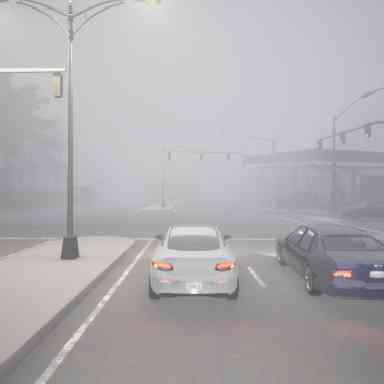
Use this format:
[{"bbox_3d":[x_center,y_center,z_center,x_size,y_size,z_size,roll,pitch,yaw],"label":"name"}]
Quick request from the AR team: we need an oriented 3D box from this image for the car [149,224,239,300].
[{"bbox_3d":[0.032,1.516,8.260,1.812,1.442,4.674,0,0,0],"label":"car"}]

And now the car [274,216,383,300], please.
[{"bbox_3d":[3.511,1.545,8.567,2.033,1.411,5.357,0,0,3],"label":"car"}]

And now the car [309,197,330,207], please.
[{"bbox_3d":[18.630,1.433,48.691,1.970,1.475,3.806,0,0,0],"label":"car"}]

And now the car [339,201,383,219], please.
[{"bbox_3d":[14.749,1.523,27.755,4.674,1.442,1.812,0,0,-1],"label":"car"}]

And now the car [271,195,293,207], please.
[{"bbox_3d":[12.891,1.261,47.890,2.242,1.667,4.611,0,0,0],"label":"car"}]
